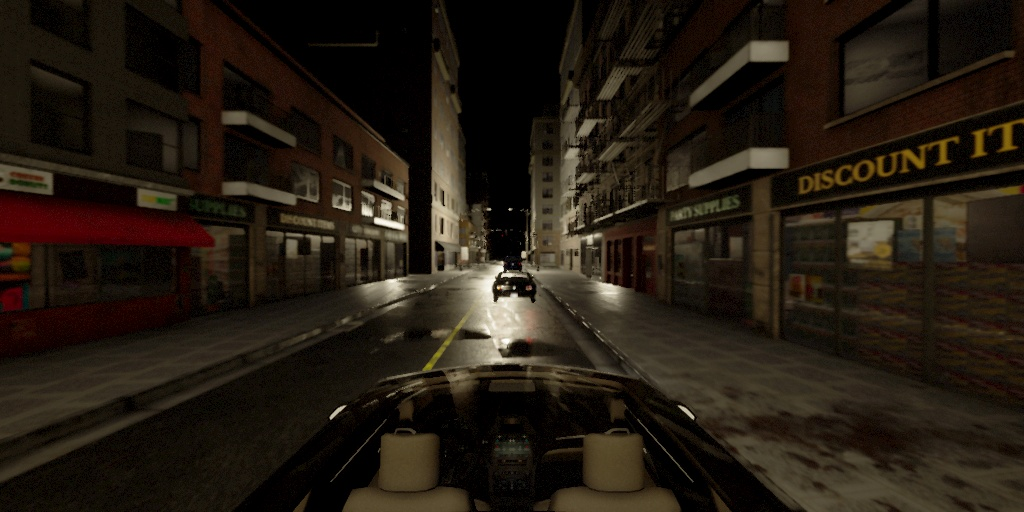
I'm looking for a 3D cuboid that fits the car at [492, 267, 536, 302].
[{"bbox_3d":[0.096,1.367,17.209,1.895,1.301,4.718,0,0,0],"label":"car"}]

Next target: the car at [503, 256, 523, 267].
[{"bbox_3d":[0.091,1.014,41.754,2.150,2.045,5.566,0,0,0],"label":"car"}]
